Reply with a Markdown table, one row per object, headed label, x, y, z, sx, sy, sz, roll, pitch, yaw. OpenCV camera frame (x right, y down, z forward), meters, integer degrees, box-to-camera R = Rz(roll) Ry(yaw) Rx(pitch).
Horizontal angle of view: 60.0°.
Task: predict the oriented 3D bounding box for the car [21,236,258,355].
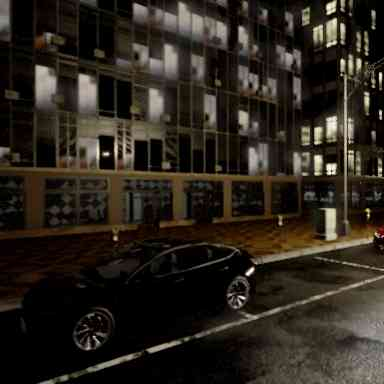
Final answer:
| label | x | y | z | sx | sy | sz | roll | pitch | yaw |
| --- | --- | --- | --- | --- | --- | --- | --- | --- | --- |
| car | -0.667 | 1.548 | 6.080 | 4.313 | 1.339 | 1.947 | 0 | 0 | -35 |

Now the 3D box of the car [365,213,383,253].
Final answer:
| label | x | y | z | sx | sy | sz | roll | pitch | yaw |
| --- | --- | --- | --- | --- | --- | --- | --- | --- | --- |
| car | 8.600 | 1.493 | 12.689 | 4.206 | 1.307 | 1.802 | 0 | 1 | -35 |

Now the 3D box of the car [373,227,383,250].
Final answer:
| label | x | y | z | sx | sy | sz | roll | pitch | yaw |
| --- | --- | --- | --- | --- | --- | --- | --- | --- | --- |
| car | 6.866 | 1.428 | 8.276 | 4.902 | 1.511 | 2.128 | 0 | 0 | -35 |
